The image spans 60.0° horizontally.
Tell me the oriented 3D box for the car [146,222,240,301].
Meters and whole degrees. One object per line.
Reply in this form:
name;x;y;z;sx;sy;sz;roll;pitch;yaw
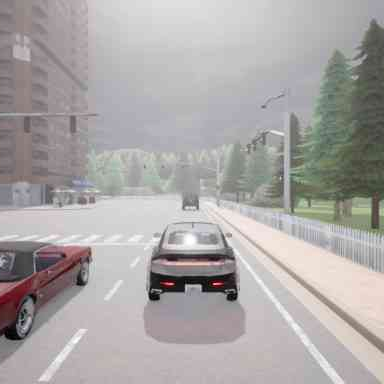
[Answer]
car;0.023;1.492;8.310;2.128;1.511;4.902;0;0;0

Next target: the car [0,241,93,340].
car;-3.450;1.601;6.461;1.895;1.301;4.718;0;0;0

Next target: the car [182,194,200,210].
car;-0.180;1.221;43.761;2.150;2.045;5.566;0;0;-1
